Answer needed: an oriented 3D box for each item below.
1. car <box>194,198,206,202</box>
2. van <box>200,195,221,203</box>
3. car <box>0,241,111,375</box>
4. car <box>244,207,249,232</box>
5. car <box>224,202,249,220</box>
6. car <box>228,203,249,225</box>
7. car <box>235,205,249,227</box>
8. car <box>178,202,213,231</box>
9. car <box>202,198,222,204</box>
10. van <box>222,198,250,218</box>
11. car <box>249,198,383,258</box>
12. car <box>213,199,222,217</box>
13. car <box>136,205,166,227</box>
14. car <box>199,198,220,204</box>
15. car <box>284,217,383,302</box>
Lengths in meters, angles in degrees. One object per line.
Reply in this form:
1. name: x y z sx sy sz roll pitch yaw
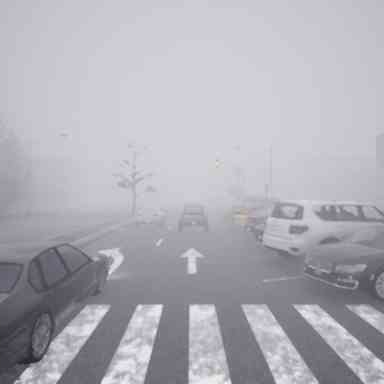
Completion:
1. car: 0.075 1.757 35.669 2.128 1.511 4.902 0 0 0
2. van: 4.910 1.872 81.327 4.442 1.987 1.878 1 -2 -20
3. car: -2.904 1.574 5.786 2.033 1.411 5.357 0 0 0
4. car: 5.066 1.571 14.169 5.008 1.535 2.097 1 0 -20
5. car: 5.080 1.675 23.132 4.792 1.488 2.163 1 -1 -20
6. car: 5.230 1.619 20.202 5.366 1.575 1.946 1 -1 -20
7. car: 5.052 1.596 17.155 4.892 1.521 2.231 1 -1 -20
8. car: 0.086 1.631 21.617 2.128 1.511 4.902 0 -1 0
9. car: 5.009 2.237 84.342 4.674 1.452 2.002 1 -2 -20
10. van: 4.946 1.444 26.060 4.442 1.987 1.878 1 0 -20
11. car: 5.092 1.299 11.207 5.566 2.045 2.435 1 -1 -20
12. car: 4.878 1.692 29.017 5.366 1.575 1.946 1 0 -20
13. car: -2.916 1.688 24.085 1.812 1.442 4.674 0 -1 0
14. car: 4.837 2.382 90.227 5.366 1.575 1.946 1 -2 -20
15. car: 5.074 1.533 8.204 4.892 1.521 2.231 1 0 -20
